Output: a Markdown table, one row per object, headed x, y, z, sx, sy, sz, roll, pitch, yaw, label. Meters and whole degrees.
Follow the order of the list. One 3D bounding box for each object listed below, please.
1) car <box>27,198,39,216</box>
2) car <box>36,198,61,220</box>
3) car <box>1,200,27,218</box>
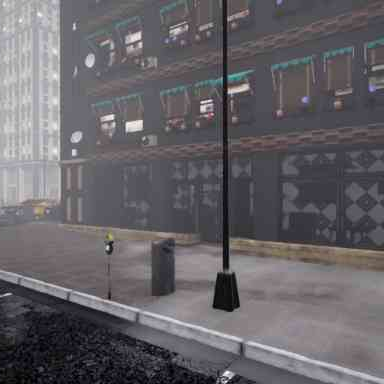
| x | y | z | sx | sy | sz | roll | pitch | yaw | label |
| --- | --- | --- | --- | --- | --- | --- | --- | --- | --- |
| -9.709 | 1.183 | 26.010 | 1.882 | 1.535 | 5.008 | 0 | 1 | 36 | car |
| -8.258 | 1.279 | 23.545 | 1.947 | 1.339 | 4.313 | 1 | 1 | 35 | car |
| -12.896 | 1.263 | 27.035 | 1.812 | 1.442 | 4.674 | 0 | 1 | 35 | car |
